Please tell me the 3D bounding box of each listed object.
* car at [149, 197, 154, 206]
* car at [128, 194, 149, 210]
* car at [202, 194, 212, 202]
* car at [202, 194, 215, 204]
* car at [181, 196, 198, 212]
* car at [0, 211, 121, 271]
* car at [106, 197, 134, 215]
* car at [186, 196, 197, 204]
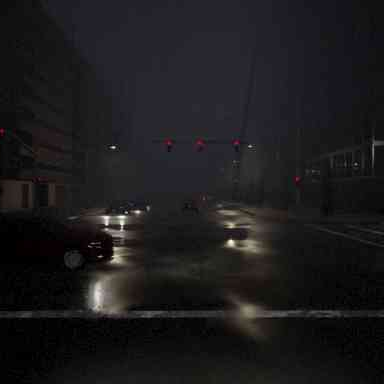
[{"bbox_3d":[-7.375,1.547,54.506,2.033,1.411,5.357,0,0,1],"label":"car"},{"bbox_3d":[-7.480,1.221,44.042,2.150,2.045,5.566,0,0,1],"label":"car"},{"bbox_3d":[3.418,1.355,74.492,2.097,1.767,4.553,0,0,1],"label":"car"},{"bbox_3d":[3.419,1.491,64.627,2.128,1.511,4.902,0,0,1],"label":"car"},{"bbox_3d":[-0.272,1.547,38.027,2.033,1.411,5.357,0,0,0],"label":"car"},{"bbox_3d":[-5.000,1.501,10.414,5.008,1.535,1.882,0,0,0],"label":"car"},{"bbox_3d":[-7.488,1.526,34.132,1.812,1.442,4.674,0,0,0],"label":"car"},{"bbox_3d":[-0.065,1.564,65.820,1.994,1.385,4.181,0,0,0],"label":"car"}]
